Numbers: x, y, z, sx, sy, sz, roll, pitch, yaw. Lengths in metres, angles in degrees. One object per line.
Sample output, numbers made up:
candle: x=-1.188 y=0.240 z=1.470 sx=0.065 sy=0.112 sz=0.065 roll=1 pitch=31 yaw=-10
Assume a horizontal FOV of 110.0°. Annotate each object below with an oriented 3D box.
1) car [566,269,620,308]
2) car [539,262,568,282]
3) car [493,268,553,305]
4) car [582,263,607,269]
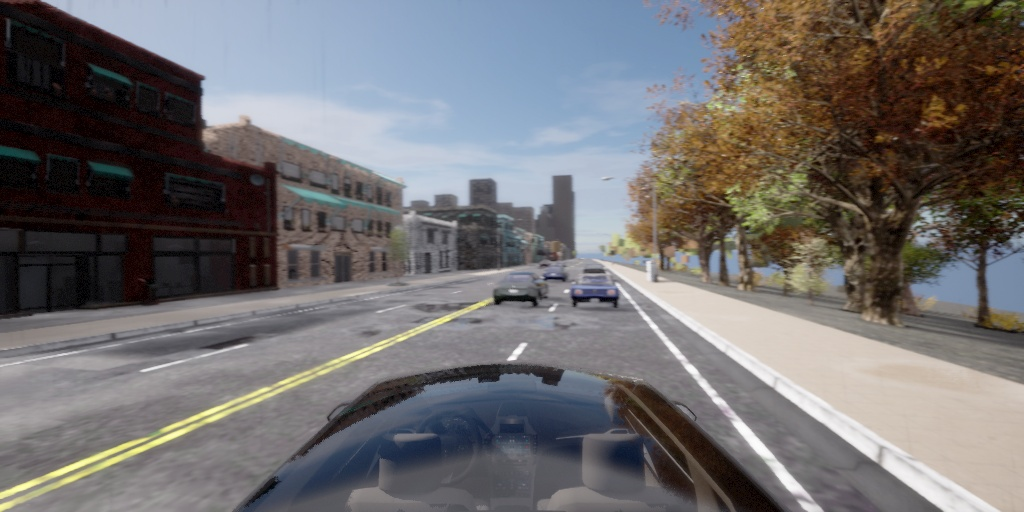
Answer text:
car: x=3.628 y=1.413 z=15.730 sx=1.895 sy=1.301 sz=4.718 roll=-1 pitch=0 yaw=13
car: x=3.853 y=1.491 z=31.303 sx=1.994 sy=1.385 sz=4.181 roll=-1 pitch=0 yaw=13
car: x=0.514 y=1.421 z=16.681 sx=1.994 sy=1.385 sz=4.181 roll=-1 pitch=0 yaw=13
car: x=7.053 y=1.362 z=30.720 sx=1.882 sy=1.535 sz=5.008 roll=-1 pitch=0 yaw=13
